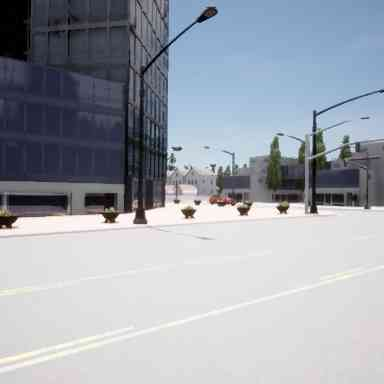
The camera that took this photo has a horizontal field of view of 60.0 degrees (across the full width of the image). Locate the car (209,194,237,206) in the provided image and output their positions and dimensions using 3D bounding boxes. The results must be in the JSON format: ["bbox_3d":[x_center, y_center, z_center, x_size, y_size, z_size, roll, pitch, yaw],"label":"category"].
[{"bbox_3d":[5.141,1.452,56.671,2.150,2.045,5.566,1,-1,-35],"label":"car"}]
